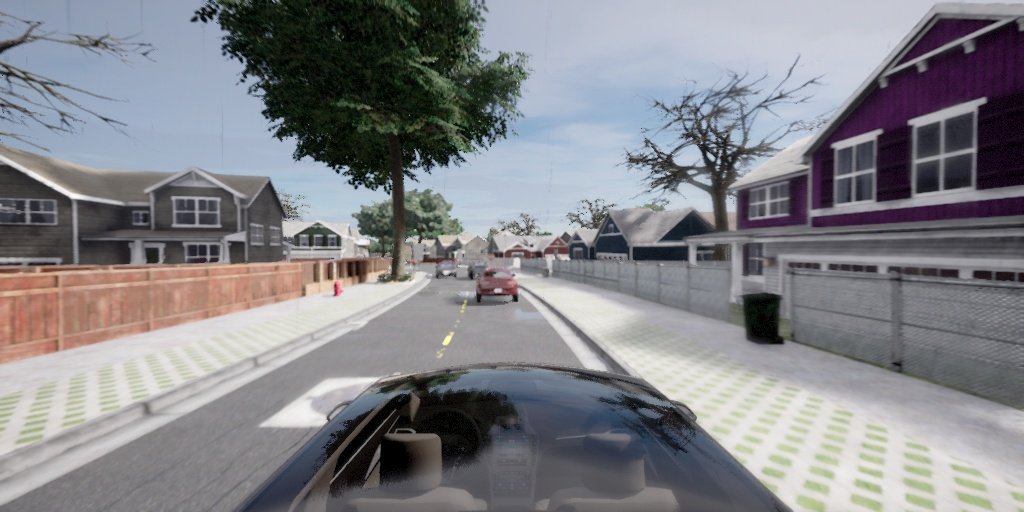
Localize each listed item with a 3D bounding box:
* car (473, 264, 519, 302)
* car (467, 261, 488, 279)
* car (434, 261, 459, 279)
[{"bbox_3d":[-0.759,1.257,16.874,1.812,1.442,4.674,0,0,-5],"label":"car"},{"bbox_3d":[-3.012,1.220,32.456,2.128,1.511,4.902,0,0,-11],"label":"car"},{"bbox_3d":[-5.955,1.243,32.540,2.128,1.511,4.902,0,0,-11],"label":"car"}]
